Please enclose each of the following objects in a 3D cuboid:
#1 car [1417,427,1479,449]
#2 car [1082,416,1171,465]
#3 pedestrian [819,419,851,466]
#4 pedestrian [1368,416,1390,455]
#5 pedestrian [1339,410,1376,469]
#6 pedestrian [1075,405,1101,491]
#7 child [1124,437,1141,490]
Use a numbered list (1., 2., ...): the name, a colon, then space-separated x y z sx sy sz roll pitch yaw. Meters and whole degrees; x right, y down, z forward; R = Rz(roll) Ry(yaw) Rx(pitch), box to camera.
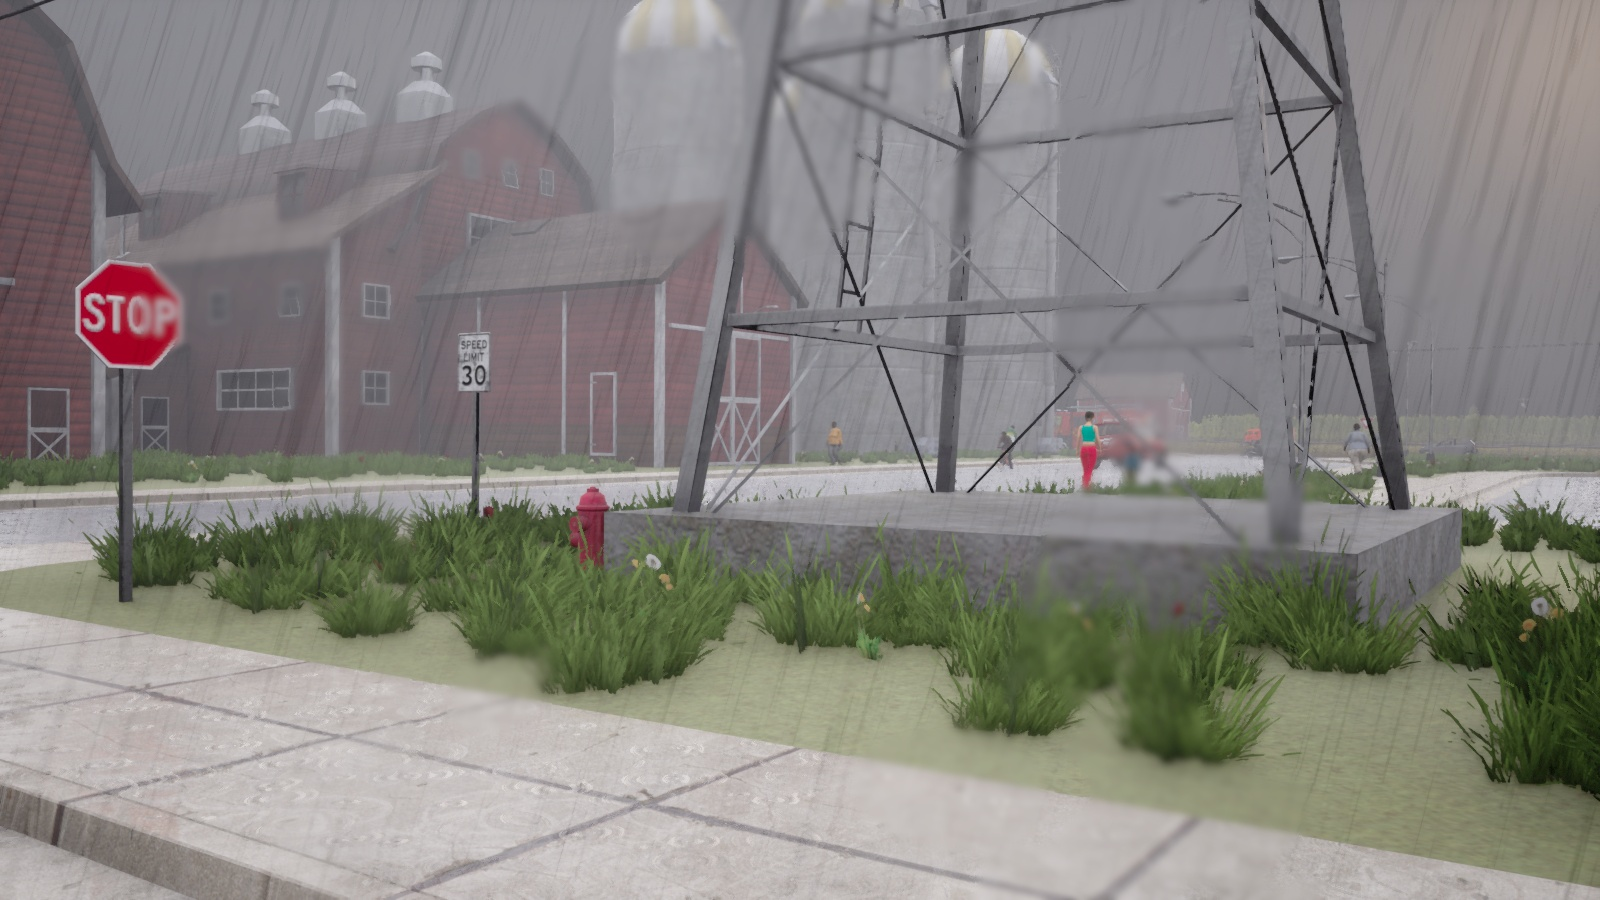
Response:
1. car: 44.769 -0.844 86.729 3.633 1.501 1.845 0 1 33
2. car: 14.371 -0.431 55.002 2.150 2.045 5.566 0 1 33
3. pedestrian: 1.392 -0.308 49.931 0.874 1.855 0.900 0 1 41
4. pedestrian: 28.358 -0.709 61.479 0.874 1.855 0.900 0 1 32
5. pedestrian: 17.784 -0.322 40.085 0.874 1.855 0.900 0 1 11
6. pedestrian: 6.252 -0.042 27.265 0.345 1.836 0.594 0 1 36
7. child: 7.567 0.308 28.584 0.343 1.192 0.448 0 1 19
